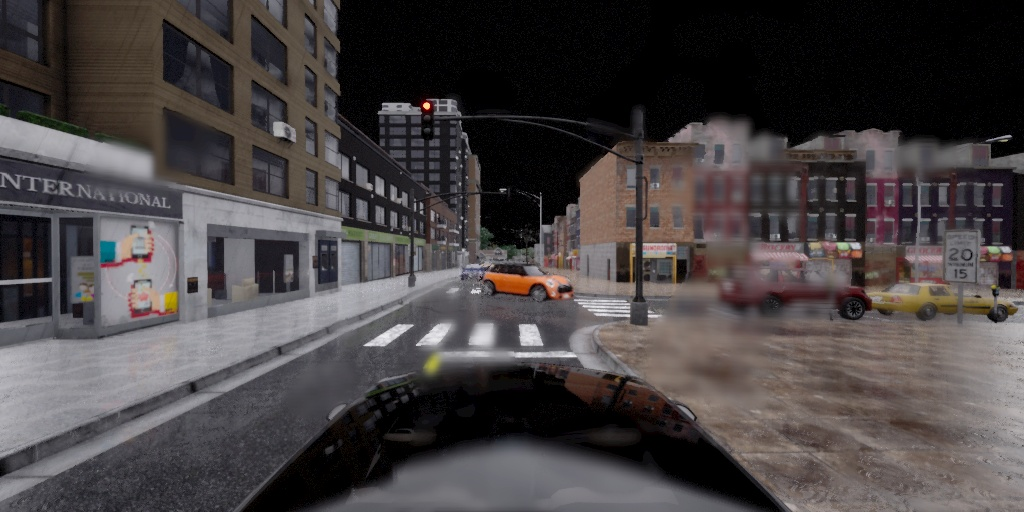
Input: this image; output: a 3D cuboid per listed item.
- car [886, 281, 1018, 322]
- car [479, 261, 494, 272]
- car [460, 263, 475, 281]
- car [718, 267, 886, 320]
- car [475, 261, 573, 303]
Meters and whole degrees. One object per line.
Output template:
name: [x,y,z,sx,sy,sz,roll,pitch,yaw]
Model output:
car: [16.304,1.659,13.789,4.829,1.417,1.751,0,0,-1]
car: [-3.740,1.517,52.969,1.882,1.535,5.008,0,-1,-1]
car: [-3.380,1.369,31.677,1.812,1.442,4.674,0,0,-1]
car: [10.589,1.346,13.698,5.009,1.841,2.192,0,0,-1]
car: [0.703,1.164,17.489,4.553,1.767,2.097,1,0,39]
